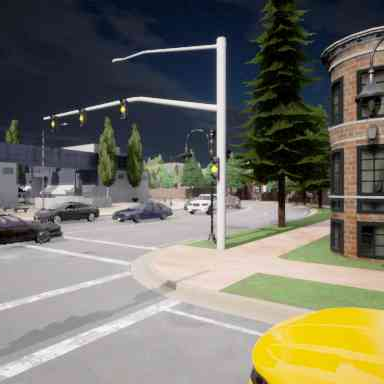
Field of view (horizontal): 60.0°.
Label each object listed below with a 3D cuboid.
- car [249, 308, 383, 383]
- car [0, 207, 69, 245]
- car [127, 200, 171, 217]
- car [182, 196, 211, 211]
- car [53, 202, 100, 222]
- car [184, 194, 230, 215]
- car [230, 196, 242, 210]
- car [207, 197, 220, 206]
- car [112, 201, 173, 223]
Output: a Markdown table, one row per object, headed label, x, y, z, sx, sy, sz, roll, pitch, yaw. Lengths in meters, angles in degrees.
| label | x | y | z | sx | sy | sz | roll | pitch | yaw |
| --- | --- | --- | --- | --- | --- | --- | --- | --- | --- |
| car | 2.768 | 1.478 | 1.994 | 5.008 | 1.535 | 1.882 | 0 | 0 | 36 |
| car | -8.036 | 1.548 | 13.386 | 2.033 | 1.411 | 5.357 | 0 | 0 | 36 |
| car | -4.072 | 1.564 | 31.806 | 1.994 | 1.385 | 4.181 | 0 | 0 | 31 |
| car | 0.632 | 1.352 | 40.685 | 2.097 | 1.767 | 4.553 | 0 | 0 | 20 |
| car | -9.081 | 1.505 | 24.431 | 1.837 | 1.490 | 4.892 | 0 | 0 | 35 |
| car | 1.676 | 1.222 | 34.474 | 2.150 | 2.045 | 5.566 | 0 | 0 | 28 |
| car | 5.289 | 1.353 | 43.744 | 2.097 | 1.767 | 4.553 | 0 | 0 | 14 |
| car | 3.603 | 1.526 | 55.887 | 1.812 | 1.442 | 4.674 | 0 | 0 | 0 |
| car | -3.697 | 1.547 | 25.974 | 2.033 | 1.411 | 5.357 | 0 | 0 | 35 |
